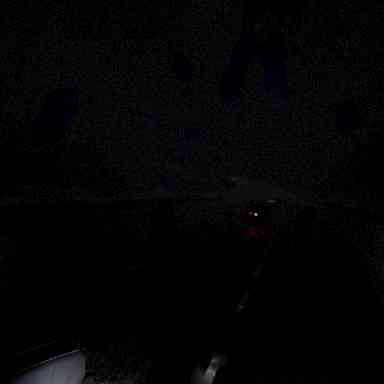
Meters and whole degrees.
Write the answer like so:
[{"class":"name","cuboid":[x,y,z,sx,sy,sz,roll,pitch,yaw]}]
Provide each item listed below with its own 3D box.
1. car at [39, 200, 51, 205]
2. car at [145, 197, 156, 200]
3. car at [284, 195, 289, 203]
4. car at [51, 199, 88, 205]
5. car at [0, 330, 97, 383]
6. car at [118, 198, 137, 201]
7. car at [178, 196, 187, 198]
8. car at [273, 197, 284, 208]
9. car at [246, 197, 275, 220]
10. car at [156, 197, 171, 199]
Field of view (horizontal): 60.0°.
[{"class":"car","cuboid":[-18.434,1.569,45.008,1.895,1.301,4.718,0,0,17]},{"class":"car","cuboid":[-9.046,1.890,75.783,1.895,1.301,4.718,0,-1,17]},{"class":"car","cuboid":[24.458,2.156,89.697,1.837,1.490,4.892,0,-1,17]},{"class":"car","cuboid":[-15.445,1.565,42.859,1.895,1.301,4.718,0,0,18]},{"class":"car","cuboid":[-2.526,1.547,1.065,2.033,1.411,5.357,0,0,17]},{"class":"car","cuboid":[-8.284,1.461,42.284,2.128,1.511,4.902,0,0,17]},{"class":"car","cuboid":[-2.331,1.650,73.806,2.097,1.767,4.553,0,-1,17]},{"class":"car","cuboid":[12.081,1.533,49.044,2.128,1.511,4.902,0,-1,17]},{"class":"car","cuboid":[5.639,1.458,27.886,1.837,1.490,4.892,0,0,17]},{"class":"car","cuboid":[-5.689,1.820,74.794,2.128,1.511,4.902,0,-1,17]}]
